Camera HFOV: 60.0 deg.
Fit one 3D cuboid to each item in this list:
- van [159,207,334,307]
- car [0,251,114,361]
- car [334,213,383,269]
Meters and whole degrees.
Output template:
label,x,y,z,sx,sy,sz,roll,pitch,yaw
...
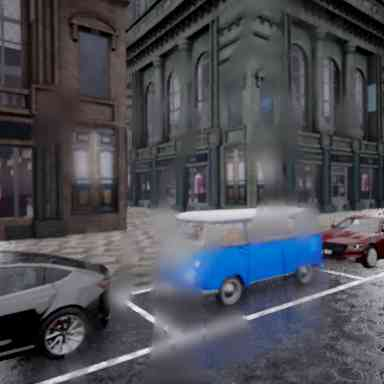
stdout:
label,x,y,z,sx,sy,sz,roll,pitch,yaw
van,1.239,1.274,7.530,3.998,1.788,1.690,-1,1,-35
car,-3.189,1.568,4.373,4.313,1.339,1.947,-1,1,-35
car,5.671,1.409,10.691,4.507,1.381,1.887,-1,1,-35
